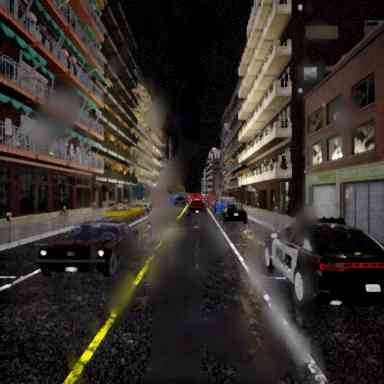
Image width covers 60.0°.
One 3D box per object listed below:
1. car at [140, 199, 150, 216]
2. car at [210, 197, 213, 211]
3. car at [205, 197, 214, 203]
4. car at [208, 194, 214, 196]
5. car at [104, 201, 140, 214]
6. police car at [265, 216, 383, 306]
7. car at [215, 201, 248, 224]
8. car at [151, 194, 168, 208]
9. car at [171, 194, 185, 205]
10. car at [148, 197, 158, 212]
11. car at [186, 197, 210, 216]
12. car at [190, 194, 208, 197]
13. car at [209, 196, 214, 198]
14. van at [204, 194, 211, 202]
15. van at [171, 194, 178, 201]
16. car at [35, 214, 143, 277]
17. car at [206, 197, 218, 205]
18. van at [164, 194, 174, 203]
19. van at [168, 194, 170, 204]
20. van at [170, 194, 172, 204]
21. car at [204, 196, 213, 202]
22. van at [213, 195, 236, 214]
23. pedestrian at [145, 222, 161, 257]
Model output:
[{"bbox_3d":[-5.286,1.537,30.264,1.752,1.417,4.829,0,0,1],"label":"car"},{"bbox_3d":[3.171,1.560,35.986,1.887,1.381,4.507,0,0,1],"label":"car"},{"bbox_3d":[3.619,1.639,69.954,1.802,1.307,4.206,0,0,1],"label":"car"},{"bbox_3d":[3.396,1.346,52.970,2.192,1.841,5.009,0,0,1],"label":"car"},{"bbox_3d":[-5.361,1.534,24.602,1.752,1.417,4.829,0,0,1],"label":"car"},{"bbox_3d":[3.108,1.427,8.231,1.930,1.638,5.238,0,0,1],"label":"police car"},{"bbox_3d":[3.021,1.574,24.662,1.947,1.339,4.313,0,0,1],"label":"car"},{"bbox_3d":[-5.057,1.340,47.418,2.192,1.841,5.009,0,0,1],"label":"car"},{"bbox_3d":[-2.248,1.520,61.080,1.882,1.535,5.008,0,0,1],"label":"car"},{"bbox_3d":[-5.209,1.566,36.096,2.008,1.369,4.403,0,0,1],"label":"car"},{"bbox_3d":[0.508,1.519,32.527,1.837,1.490,4.892,0,0,1],"label":"car"},{"bbox_3d":[0.663,1.246,45.650,2.150,2.045,5.566,0,0,1],"label":"car"},{"bbox_3d":[3.246,1.586,41.647,1.947,1.339,4.313,0,0,1],"label":"car"},{"bbox_3d":[3.770,1.418,81.278,1.690,1.788,3.998,0,0,1],"label":"van"},{"bbox_3d":[-4.535,1.428,87.050,1.690,1.788,3.998,0,0,1],"label":"van"},{"bbox_3d":[-2.962,1.602,10.428,1.895,1.301,4.718,0,0,1],"label":"car"},{"bbox_3d":[3.470,1.584,58.632,1.887,1.381,4.507,0,0,1],"label":"car"},{"bbox_3d":[-4.759,1.398,70.065,1.690,1.788,3.998,0,0,1],"label":"van"},{"bbox_3d":[-4.983,1.372,53.080,1.690,1.788,3.998,0,0,1],"label":"van"},{"bbox_3d":[-4.834,1.388,64.404,1.690,1.788,3.998,0,0,1],"label":"van"},{"bbox_3d":[3.694,1.648,75.616,1.802,1.307,4.206,0,0,1],"label":"car"},{"bbox_3d":[3.098,1.353,30.324,1.690,1.788,3.998,0,0,1],"label":"van"},{"bbox_3d":[-1.320,1.576,11.304,0.375,1.300,0.375,0,0,1],"label":"pedestrian"}]
